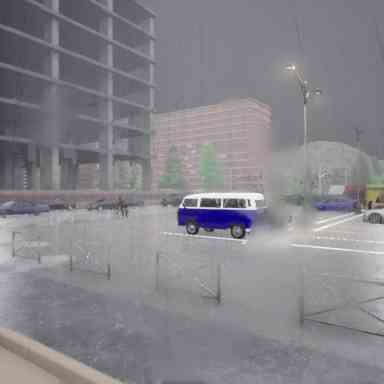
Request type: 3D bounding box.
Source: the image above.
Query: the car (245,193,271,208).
[{"bbox_3d":[11.034,1.436,56.157,2.128,1.511,4.902,0,0,35],"label":"car"}]

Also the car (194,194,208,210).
[{"bbox_3d":[2.250,1.436,49.692,2.128,1.511,4.902,0,0,36],"label":"car"}]

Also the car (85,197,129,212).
[{"bbox_3d":[-10.033,1.449,38.603,1.837,1.490,4.892,0,0,35],"label":"car"}]

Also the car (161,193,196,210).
[{"bbox_3d":[-2.286,1.166,49.541,2.150,2.045,5.566,0,0,35],"label":"car"}]

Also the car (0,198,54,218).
[{"bbox_3d":[-15.858,1.492,30.348,2.033,1.411,5.357,0,0,35],"label":"car"}]

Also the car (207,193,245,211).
[{"bbox_3d":[4.929,1.166,47.431,2.150,2.045,5.566,0,0,36],"label":"car"}]

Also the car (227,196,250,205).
[{"bbox_3d":[8.174,1.422,58.174,1.882,1.535,5.008,0,0,35],"label":"car"}]

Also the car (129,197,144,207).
[{"bbox_3d":[-8.827,1.437,46.369,2.128,1.511,4.902,0,0,35],"label":"car"}]

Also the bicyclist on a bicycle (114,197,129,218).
[{"bbox_3d":[-5.504,1.248,25.969,1.656,1.620,0.582,0,0,35],"label":"bicyclist on a bicycle"}]

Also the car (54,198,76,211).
[{"bbox_3d":[-15.316,1.436,37.186,2.128,1.511,4.902,0,0,35],"label":"car"}]

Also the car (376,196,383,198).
[{"bbox_3d":[16.452,1.153,26.046,4.605,1.855,1.932,0,0,36],"label":"car"}]

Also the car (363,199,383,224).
[{"bbox_3d":[13.246,1.395,21.481,3.806,1.475,1.970,0,0,36],"label":"car"}]
